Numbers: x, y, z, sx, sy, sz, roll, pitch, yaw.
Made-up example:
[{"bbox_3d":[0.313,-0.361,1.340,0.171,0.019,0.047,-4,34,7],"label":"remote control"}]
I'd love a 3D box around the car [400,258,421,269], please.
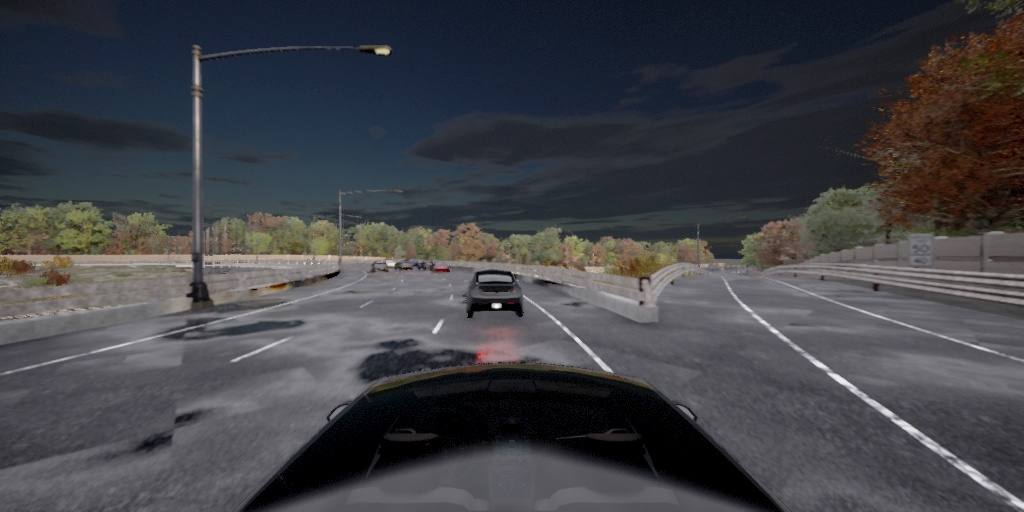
[{"bbox_3d":[-17.502,1.211,61.801,2.097,1.767,4.553,0,0,-35],"label":"car"}]

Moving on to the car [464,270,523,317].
[{"bbox_3d":[-0.721,1.262,13.275,1.837,1.490,4.892,0,0,-6],"label":"car"}]

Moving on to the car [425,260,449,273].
[{"bbox_3d":[-9.427,1.377,46.167,1.994,1.385,4.181,0,0,-23],"label":"car"}]

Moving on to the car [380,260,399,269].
[{"bbox_3d":[-20.486,1.402,59.971,1.812,1.442,4.674,0,0,-35],"label":"car"}]

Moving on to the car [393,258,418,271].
[{"bbox_3d":[-15.386,1.336,50.941,2.128,1.511,4.902,0,0,-29],"label":"car"}]

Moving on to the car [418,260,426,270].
[{"bbox_3d":[-12.501,1.320,52.947,2.128,1.511,4.902,0,0,-29],"label":"car"}]

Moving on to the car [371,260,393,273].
[{"bbox_3d":[-17.256,1.348,46.696,2.128,1.511,4.902,0,0,-26],"label":"car"}]
